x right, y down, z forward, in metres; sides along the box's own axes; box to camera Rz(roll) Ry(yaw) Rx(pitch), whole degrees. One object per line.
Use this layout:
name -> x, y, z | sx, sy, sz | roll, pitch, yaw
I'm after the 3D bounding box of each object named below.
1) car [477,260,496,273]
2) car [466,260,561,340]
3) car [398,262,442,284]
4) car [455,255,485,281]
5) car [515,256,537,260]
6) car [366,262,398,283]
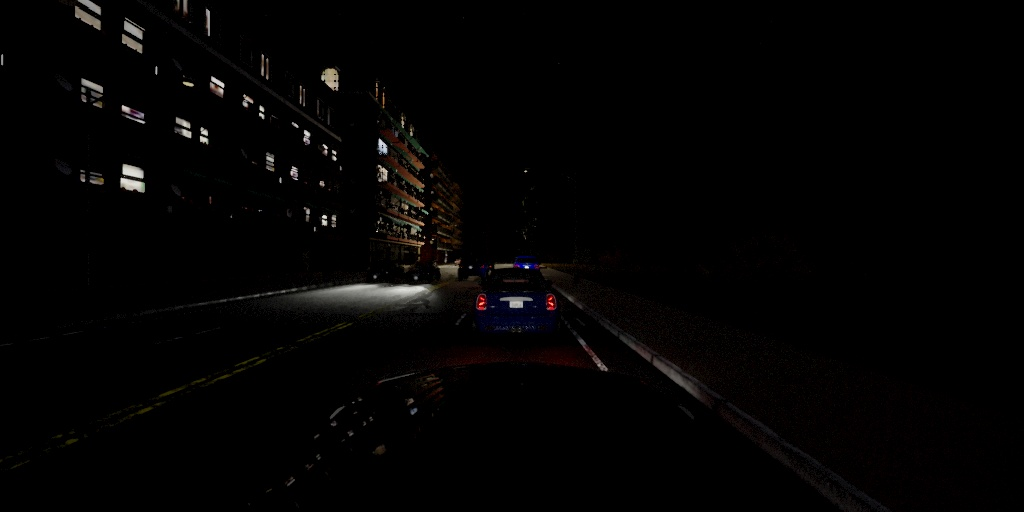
car -> -3.130, 1.301, 45.015 | 2.033, 1.411, 5.357 | 0, 0, 0
car -> 0.102, 1.104, 10.150 | 2.097, 1.767, 4.553 | 0, 0, 0
car -> -6.590, 1.245, 27.044 | 2.128, 1.511, 4.902 | 0, 0, 0
car -> -3.139, 0.973, 29.999 | 2.150, 2.045, 5.566 | 0, 0, 0
car -> 1.150, 0.979, 30.103 | 2.150, 2.045, 5.566 | 0, 0, 0
car -> -9.839, 1.245, 28.234 | 2.128, 1.511, 4.902 | 0, 0, 0
